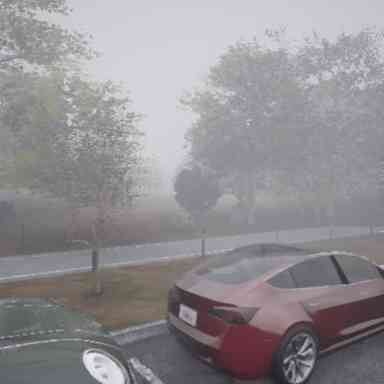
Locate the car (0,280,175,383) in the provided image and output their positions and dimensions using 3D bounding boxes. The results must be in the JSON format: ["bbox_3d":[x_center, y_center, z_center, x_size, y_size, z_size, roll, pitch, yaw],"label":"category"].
[{"bbox_3d":[-2.647,1.353,2.168,4.553,1.767,2.185,0,0,-33],"label":"car"}]

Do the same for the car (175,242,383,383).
[{"bbox_3d":[1.907,1.578,5.433,4.792,1.488,2.163,0,-1,-33],"label":"car"}]
